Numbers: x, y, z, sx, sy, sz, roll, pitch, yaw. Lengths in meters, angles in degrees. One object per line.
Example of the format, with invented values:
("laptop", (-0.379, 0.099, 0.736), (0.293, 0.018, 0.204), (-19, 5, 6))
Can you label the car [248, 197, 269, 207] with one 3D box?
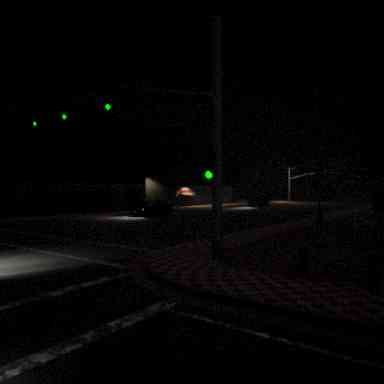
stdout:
("car", (10.277, 1.509, 51.174), (2.128, 1.511, 4.902), (0, 0, 36))

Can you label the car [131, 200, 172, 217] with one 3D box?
("car", (-3.746, 1.542, 31.795), (1.812, 1.442, 4.674), (0, 0, 35))
